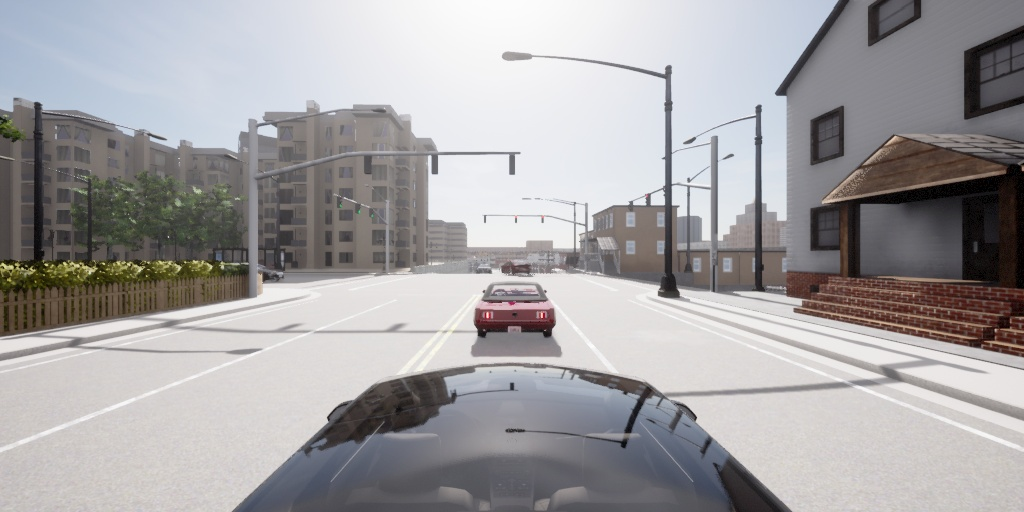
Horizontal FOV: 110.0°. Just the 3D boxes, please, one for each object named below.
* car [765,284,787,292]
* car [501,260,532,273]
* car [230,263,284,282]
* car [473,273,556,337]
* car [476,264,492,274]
[{"bbox_3d":[24.150,3.304,30.111,5.566,2.045,2.150,11,0,-1],"label":"car"},{"bbox_3d":[0.355,1.160,36.772,1.882,1.535,5.008,-2,0,-20],"label":"car"},{"bbox_3d":[-19.810,1.242,26.931,4.902,1.511,2.128,0,0,1],"label":"car"},{"bbox_3d":[0.076,1.351,10.218,1.895,1.301,4.718,0,0,0],"label":"car"},{"bbox_3d":[-3.587,1.774,46.901,1.812,1.442,4.674,0,-4,0],"label":"car"}]
